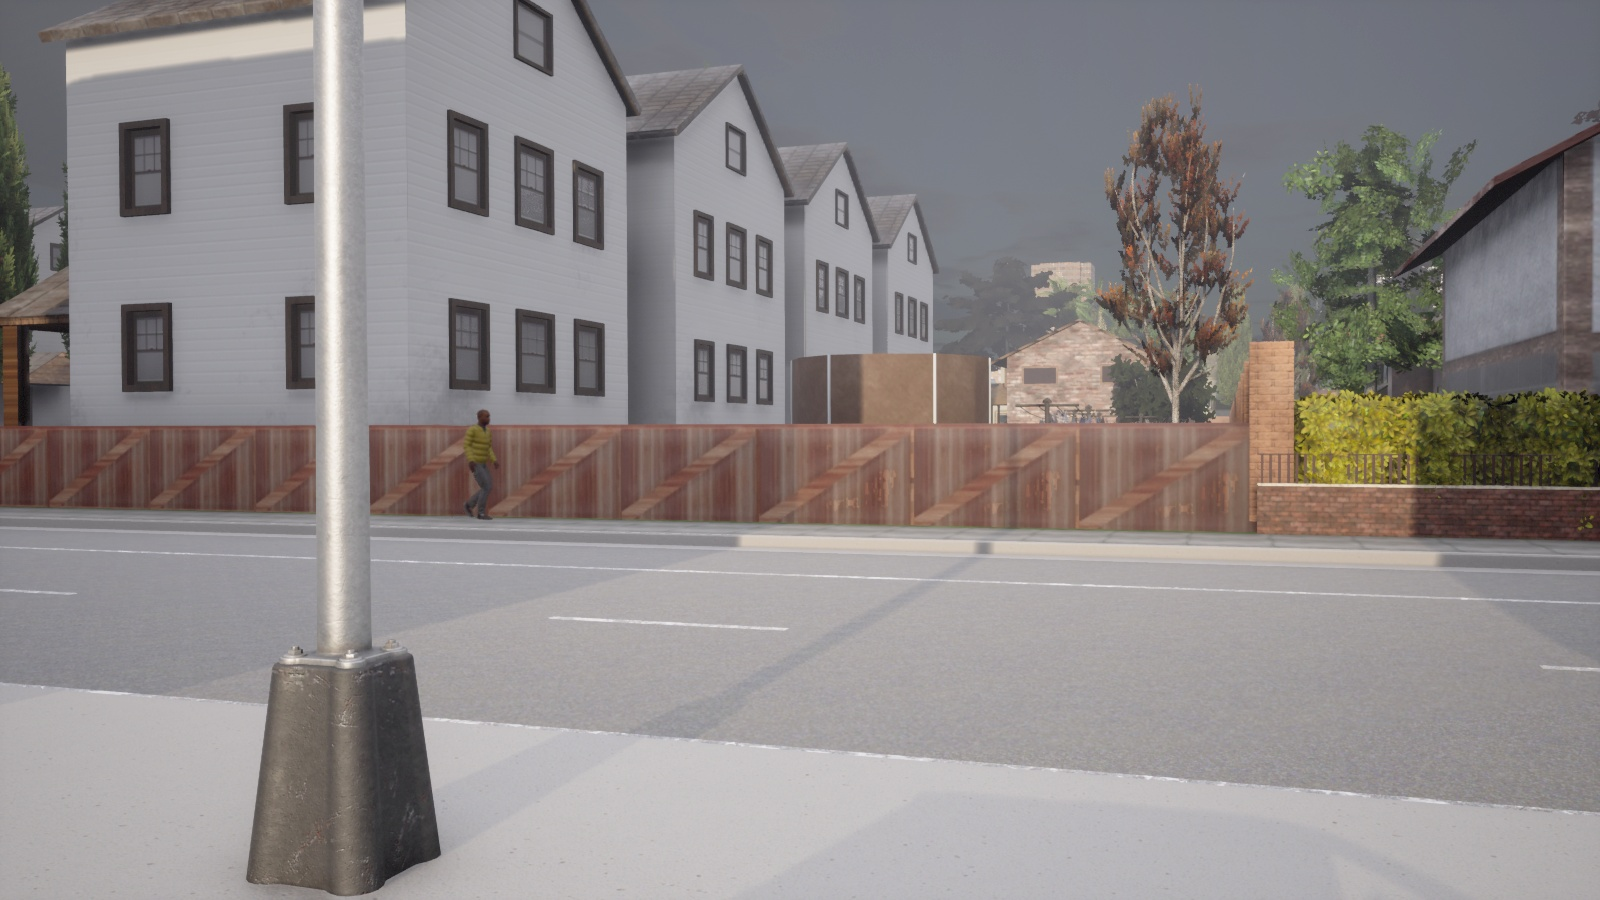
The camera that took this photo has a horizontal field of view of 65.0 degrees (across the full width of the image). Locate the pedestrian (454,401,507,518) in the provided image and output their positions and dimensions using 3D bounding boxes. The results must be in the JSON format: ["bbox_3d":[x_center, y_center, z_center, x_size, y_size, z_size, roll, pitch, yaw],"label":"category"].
[{"bbox_3d":[-5.055,0.144,19.890,0.726,1.835,0.370,1,1,19],"label":"pedestrian"}]
